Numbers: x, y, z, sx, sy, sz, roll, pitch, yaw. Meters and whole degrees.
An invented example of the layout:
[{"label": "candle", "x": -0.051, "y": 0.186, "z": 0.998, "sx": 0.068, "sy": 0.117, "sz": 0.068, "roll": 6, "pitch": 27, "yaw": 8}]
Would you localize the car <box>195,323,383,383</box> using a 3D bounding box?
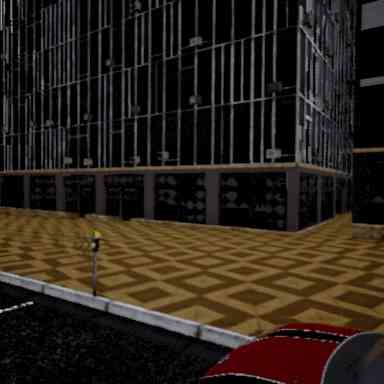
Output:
[{"label": "car", "x": 1.764, "y": 1.406, "z": 1.693, "sx": 4.097, "sy": 1.590, "sz": 1.967, "roll": 0, "pitch": 2, "yaw": 34}]
